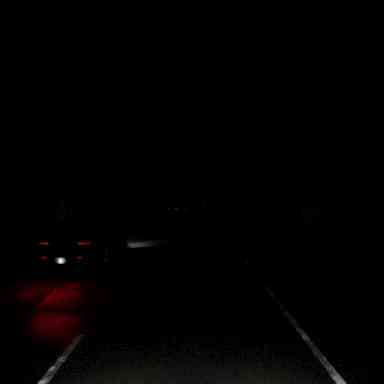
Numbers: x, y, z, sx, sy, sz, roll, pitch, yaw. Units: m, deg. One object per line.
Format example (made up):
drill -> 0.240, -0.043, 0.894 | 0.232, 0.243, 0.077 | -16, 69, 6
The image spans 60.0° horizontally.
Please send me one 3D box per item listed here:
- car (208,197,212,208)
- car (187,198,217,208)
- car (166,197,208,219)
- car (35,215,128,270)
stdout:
car -> 2.669, 1.438, 46.256 | 4.553, 1.767, 2.097 | 0, 0, -41
car -> 1.557, 1.657, 49.908 | 4.181, 1.385, 1.994 | 0, 0, -40
car -> -0.513, 1.407, 29.597 | 2.097, 1.767, 4.553 | 0, 0, 21
car -> -3.403, 1.527, 11.088 | 1.837, 1.490, 4.892 | 0, 0, 0
